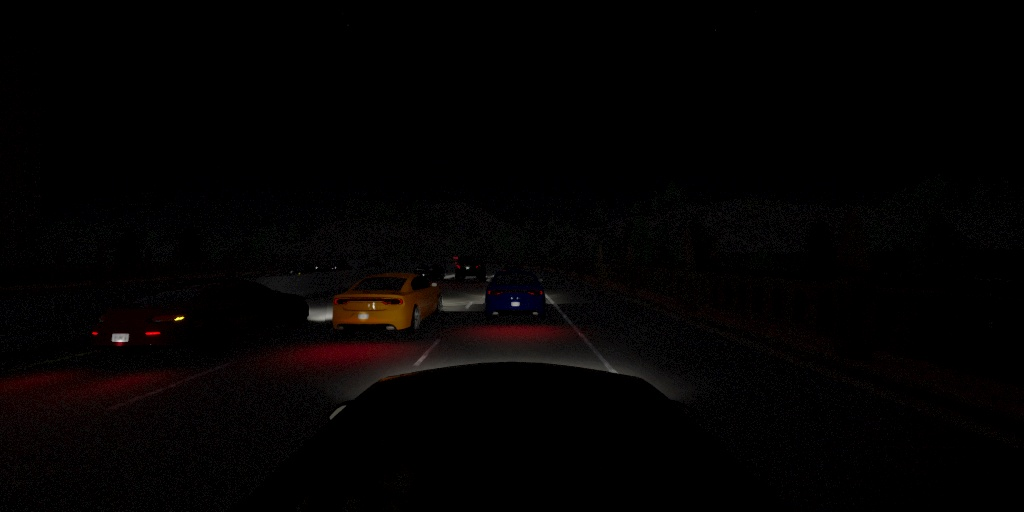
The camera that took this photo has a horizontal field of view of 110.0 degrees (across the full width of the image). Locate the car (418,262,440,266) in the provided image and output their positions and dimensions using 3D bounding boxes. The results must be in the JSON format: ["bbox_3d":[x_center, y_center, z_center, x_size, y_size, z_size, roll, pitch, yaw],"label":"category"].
[{"bbox_3d":[-6.939,1.277,30.421,2.128,1.511,4.902,0,0,-1],"label":"car"}]

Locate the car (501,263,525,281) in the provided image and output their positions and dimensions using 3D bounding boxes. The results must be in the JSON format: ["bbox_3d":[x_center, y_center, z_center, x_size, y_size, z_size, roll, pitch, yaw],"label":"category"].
[{"bbox_3d":[0.032,1.352,31.753,1.994,1.385,4.181,0,0,-1],"label":"car"}]

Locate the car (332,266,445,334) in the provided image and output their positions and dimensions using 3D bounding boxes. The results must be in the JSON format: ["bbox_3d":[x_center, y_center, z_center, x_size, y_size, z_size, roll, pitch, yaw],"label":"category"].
[{"bbox_3d":[-3.399,1.232,10.684,1.882,1.535,5.008,0,0,0],"label":"car"}]

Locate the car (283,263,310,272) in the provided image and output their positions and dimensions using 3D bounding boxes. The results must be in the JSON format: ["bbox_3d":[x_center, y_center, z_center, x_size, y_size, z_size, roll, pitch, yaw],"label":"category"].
[{"bbox_3d":[-21.392,1.369,36.568,1.994,1.385,4.181,0,0,-4],"label":"car"}]

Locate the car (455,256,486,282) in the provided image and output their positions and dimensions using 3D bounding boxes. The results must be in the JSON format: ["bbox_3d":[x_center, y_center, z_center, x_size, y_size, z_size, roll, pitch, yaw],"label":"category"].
[{"bbox_3d":[-3.425,1.006,30.072,2.150,2.045,5.566,0,0,-1],"label":"car"}]

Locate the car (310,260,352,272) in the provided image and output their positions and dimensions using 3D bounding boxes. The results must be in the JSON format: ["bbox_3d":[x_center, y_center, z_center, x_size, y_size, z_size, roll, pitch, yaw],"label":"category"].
[{"bbox_3d":[-17.858,1.154,35.984,2.097,1.767,4.553,0,0,-4],"label":"car"}]

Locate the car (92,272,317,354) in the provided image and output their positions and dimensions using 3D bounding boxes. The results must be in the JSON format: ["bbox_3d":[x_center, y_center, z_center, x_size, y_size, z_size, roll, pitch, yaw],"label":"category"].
[{"bbox_3d":[-6.899,1.278,8.623,1.812,1.442,4.674,0,0,0],"label":"car"}]

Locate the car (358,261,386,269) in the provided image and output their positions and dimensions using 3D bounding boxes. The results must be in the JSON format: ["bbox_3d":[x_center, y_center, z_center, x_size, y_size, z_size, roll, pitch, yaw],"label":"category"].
[{"bbox_3d":[-14.412,1.309,37.002,1.837,1.490,4.892,0,0,-4],"label":"car"}]

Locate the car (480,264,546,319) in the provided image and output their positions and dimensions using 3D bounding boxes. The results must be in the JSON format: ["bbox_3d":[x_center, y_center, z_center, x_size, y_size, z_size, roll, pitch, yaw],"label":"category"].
[{"bbox_3d":[0.101,1.234,12.804,1.882,1.535,5.008,0,0,0],"label":"car"}]
